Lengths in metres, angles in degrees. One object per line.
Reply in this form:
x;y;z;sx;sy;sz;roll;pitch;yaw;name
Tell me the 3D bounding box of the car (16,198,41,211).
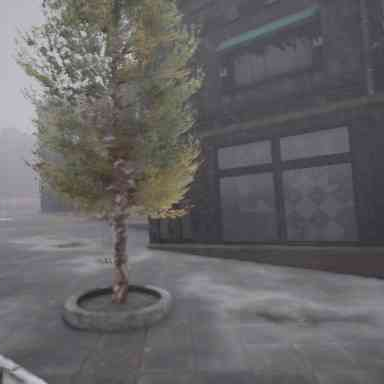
-25.986;1.958;54.141;2.435;2.045;5.566;-4;-1;15;car
